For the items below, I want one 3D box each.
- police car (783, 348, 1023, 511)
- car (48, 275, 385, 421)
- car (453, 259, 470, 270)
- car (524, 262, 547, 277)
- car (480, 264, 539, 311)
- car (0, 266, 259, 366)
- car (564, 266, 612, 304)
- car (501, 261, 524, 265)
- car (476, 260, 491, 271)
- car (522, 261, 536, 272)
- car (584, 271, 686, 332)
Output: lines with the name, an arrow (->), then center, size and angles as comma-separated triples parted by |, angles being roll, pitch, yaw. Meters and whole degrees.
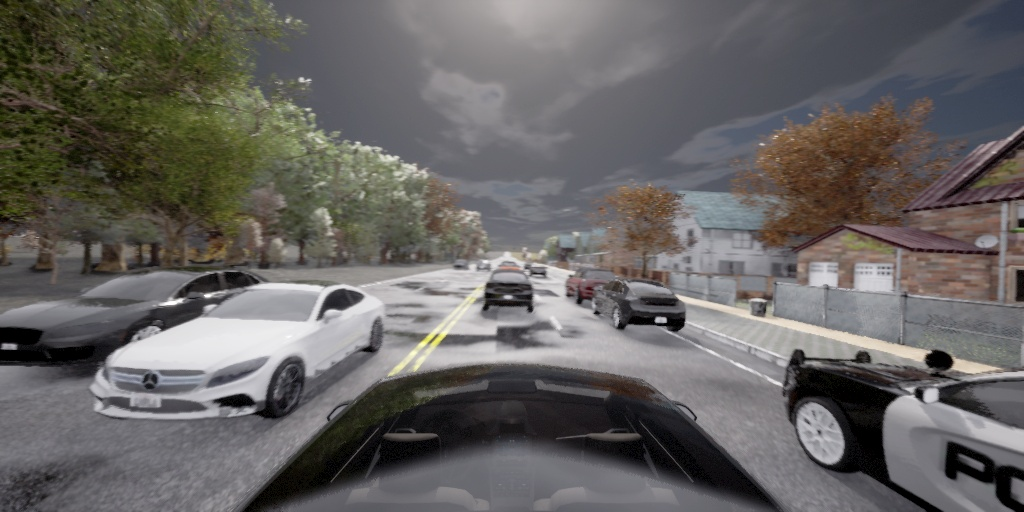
police car -> 4.077, 1.359, 2.170 | 1.930, 1.638, 5.238 | 3, 0, 0
car -> -3.522, 1.141, 5.775 | 1.812, 1.442, 4.674 | 3, 0, 0
car -> -7.065, 1.178, 50.329 | 1.837, 1.490, 4.892 | 3, 0, 0
car -> 2.845, 1.564, 40.431 | 2.128, 1.511, 4.902 | 3, 0, 0
car -> -0.147, 1.294, 14.983 | 1.882, 1.535, 5.008 | 3, 0, 0
car -> -6.778, 0.984, 7.262 | 1.837, 1.490, 4.892 | 3, 0, 0
car -> 3.955, 1.366, 18.030 | 2.097, 1.767, 4.553 | 3, 0, 0
car -> -0.283, 1.251, 32.794 | 2.097, 1.767, 4.553 | 3, 0, 0
car -> -3.814, 1.302, 48.672 | 2.128, 1.511, 4.902 | 3, 0, 0
car -> 2.679, 1.639, 56.316 | 1.837, 1.490, 4.892 | 3, 0, 0
car -> 3.996, 1.491, 12.059 | 1.837, 1.490, 4.892 | 3, 0, 0
